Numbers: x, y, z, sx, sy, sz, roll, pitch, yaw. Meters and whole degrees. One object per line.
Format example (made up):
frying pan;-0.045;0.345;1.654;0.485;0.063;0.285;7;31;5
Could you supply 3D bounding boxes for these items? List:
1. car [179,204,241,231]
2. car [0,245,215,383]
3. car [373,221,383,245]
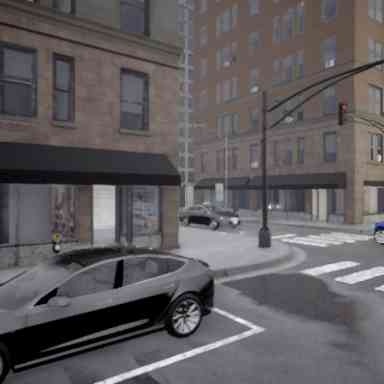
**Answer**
car;1.096;1.567;21.714;2.128;1.511;4.902;0;0;-37
car;-1.592;1.567;5.054;4.313;1.339;1.947;0;0;-36
car;9.229;1.499;12.812;1.882;1.535;5.008;1;0;-8
